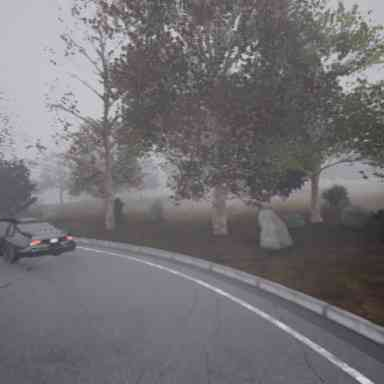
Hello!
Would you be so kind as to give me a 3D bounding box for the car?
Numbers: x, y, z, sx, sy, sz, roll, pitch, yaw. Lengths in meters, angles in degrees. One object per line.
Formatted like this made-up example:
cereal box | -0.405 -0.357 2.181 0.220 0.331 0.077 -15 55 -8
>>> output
car | -6.555 1.663 12.383 5.357 1.411 2.033 -1 0 36
